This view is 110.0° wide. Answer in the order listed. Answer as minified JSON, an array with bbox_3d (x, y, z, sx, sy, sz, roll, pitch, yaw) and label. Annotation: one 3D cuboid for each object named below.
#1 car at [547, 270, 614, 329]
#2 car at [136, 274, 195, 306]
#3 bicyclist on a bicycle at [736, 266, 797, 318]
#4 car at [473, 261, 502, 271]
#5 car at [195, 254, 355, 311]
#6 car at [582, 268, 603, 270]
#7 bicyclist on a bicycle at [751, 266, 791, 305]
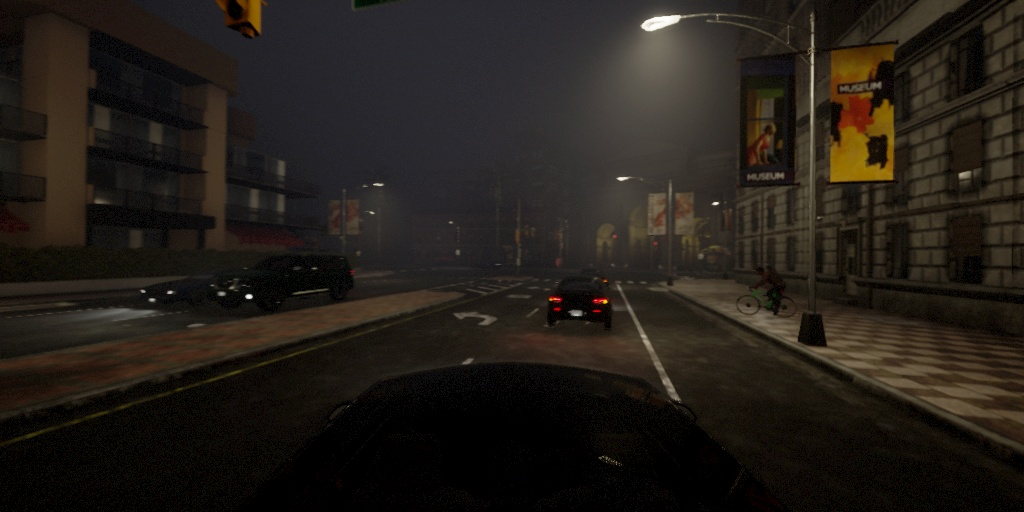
[{"bbox_3d":[2.271,1.350,11.627,1.812,1.442,4.674,1,0,15],"label":"car"},{"bbox_3d":[-12.372,1.222,15.554,2.033,1.411,5.357,1,0,15],"label":"car"},{"bbox_3d":[8.372,1.195,11.825,1.656,1.620,0.582,0,0,30],"label":"bicyclist on a bicycle"},{"bbox_3d":[-3.851,1.456,55.354,4.902,1.511,2.128,0,-1,32],"label":"car"},{"bbox_3d":[-8.968,0.931,14.657,2.150,2.045,5.566,1,0,16],"label":"car"},{"bbox_3d":[4.602,1.419,20.550,1.812,1.442,4.674,1,0,14],"label":"car"},{"bbox_3d":[11.353,1.248,15.714,1.656,1.620,0.582,0,0,-20],"label":"bicyclist on a bicycle"}]
